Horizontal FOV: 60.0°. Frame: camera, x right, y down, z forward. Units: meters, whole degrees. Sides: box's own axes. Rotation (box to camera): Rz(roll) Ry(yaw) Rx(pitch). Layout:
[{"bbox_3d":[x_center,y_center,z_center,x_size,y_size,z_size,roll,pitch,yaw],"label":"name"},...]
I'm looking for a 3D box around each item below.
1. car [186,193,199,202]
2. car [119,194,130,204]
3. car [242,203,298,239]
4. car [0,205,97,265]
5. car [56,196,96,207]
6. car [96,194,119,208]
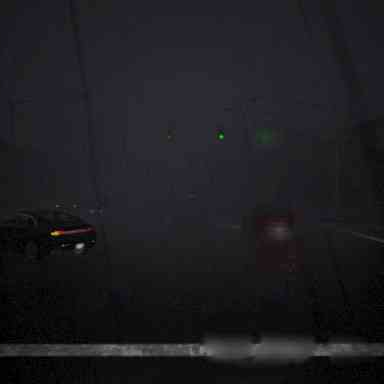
[{"bbox_3d":[0.092,0.859,52.800,2.128,1.511,4.902,0,1,0],"label":"car"},{"bbox_3d":[-10.554,1.009,49.474,1.895,1.301,4.718,0,1,0],"label":"car"},{"bbox_3d":[3.599,1.311,16.026,1.837,1.490,4.892,0,1,0],"label":"car"},{"bbox_3d":[-5.292,1.357,11.162,4.902,1.511,2.128,0,0,35],"label":"car"},{"bbox_3d":[-10.605,1.240,30.163,1.895,1.301,4.718,0,1,0],"label":"car"},{"bbox_3d":[-10.595,1.019,39.501,2.128,1.511,4.902,0,1,0],"label":"car"}]
